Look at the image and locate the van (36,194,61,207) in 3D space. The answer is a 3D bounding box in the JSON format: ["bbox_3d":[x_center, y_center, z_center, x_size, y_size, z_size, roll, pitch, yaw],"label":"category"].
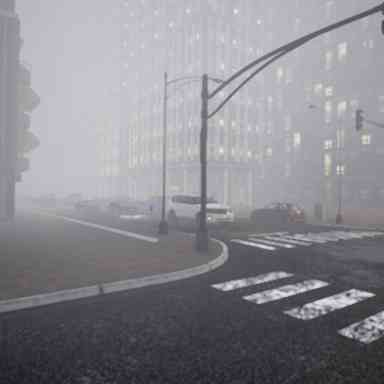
[{"bbox_3d":[-20.297,1.183,46.992,1.690,1.788,3.998,1,-1,-35],"label":"van"}]

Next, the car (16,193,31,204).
[{"bbox_3d":[-30.095,1.142,60.818,2.192,1.841,5.009,1,-1,-35],"label":"car"}]

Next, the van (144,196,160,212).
[{"bbox_3d":[-3.662,1.356,38.012,1.690,1.788,3.998,1,-1,-35],"label":"van"}]

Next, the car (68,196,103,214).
[{"bbox_3d":[-10.502,1.413,33.165,2.008,1.369,4.403,1,-1,-35],"label":"car"}]

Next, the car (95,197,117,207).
[{"bbox_3d":[-13.465,1.561,51.835,1.947,1.339,4.313,1,-1,-35],"label":"car"}]

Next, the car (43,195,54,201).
[{"bbox_3d":[-36.329,1.546,84.094,1.802,1.307,4.206,1,-1,-35],"label":"car"}]

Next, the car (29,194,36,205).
[{"bbox_3d":[-23.567,1.419,51.598,1.802,1.307,4.206,1,-1,-35],"label":"car"}]

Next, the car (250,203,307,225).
[{"bbox_3d":[6.135,1.479,24.185,1.967,1.590,4.097,1,-1,-35],"label":"car"}]

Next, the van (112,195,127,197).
[{"bbox_3d":[-10.194,1.343,47.229,1.690,1.788,3.998,1,-1,-35],"label":"van"}]

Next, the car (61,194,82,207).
[{"bbox_3d":[-17.873,1.439,48.183,2.033,1.411,5.357,1,-1,-35],"label":"car"}]

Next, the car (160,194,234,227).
[{"bbox_3d":[0.353,1.152,22.336,2.150,2.045,5.566,1,-1,-35],"label":"car"}]

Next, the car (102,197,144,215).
[{"bbox_3d":[-6.723,1.477,32.318,1.994,1.385,4.181,1,-1,-35],"label":"car"}]

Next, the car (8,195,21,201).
[{"bbox_3d":[-39.897,1.365,74.641,2.008,1.369,4.403,1,-1,-35],"label":"car"}]
